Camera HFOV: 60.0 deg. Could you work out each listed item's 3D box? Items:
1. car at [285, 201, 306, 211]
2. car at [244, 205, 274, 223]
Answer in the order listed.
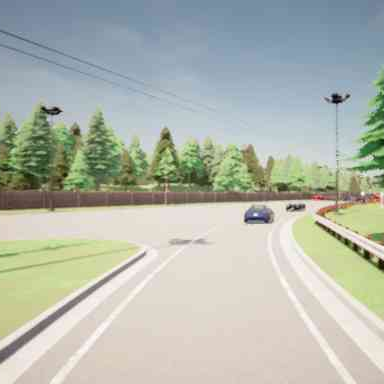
[{"bbox_3d":[13.963,1.856,44.539,1.895,1.301,4.718,0,0,28],"label":"car"},{"bbox_3d":[5.505,1.708,27.049,1.994,1.385,4.181,0,0,20],"label":"car"}]
